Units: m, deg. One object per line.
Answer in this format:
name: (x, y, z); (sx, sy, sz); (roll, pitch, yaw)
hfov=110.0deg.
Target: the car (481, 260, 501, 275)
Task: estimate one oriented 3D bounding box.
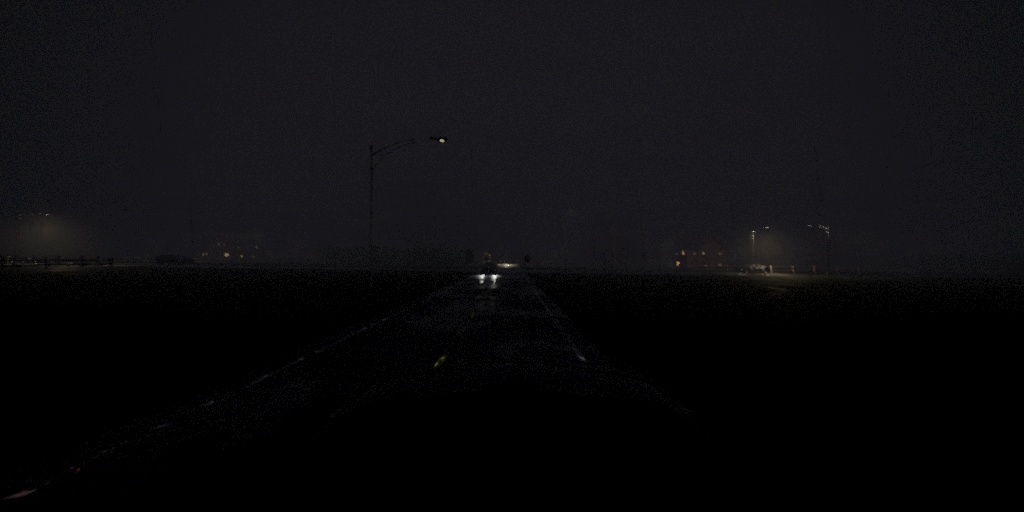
car: (-2.745, 1.531, 44.630); (1.837, 1.490, 4.892); (0, -1, 0)
